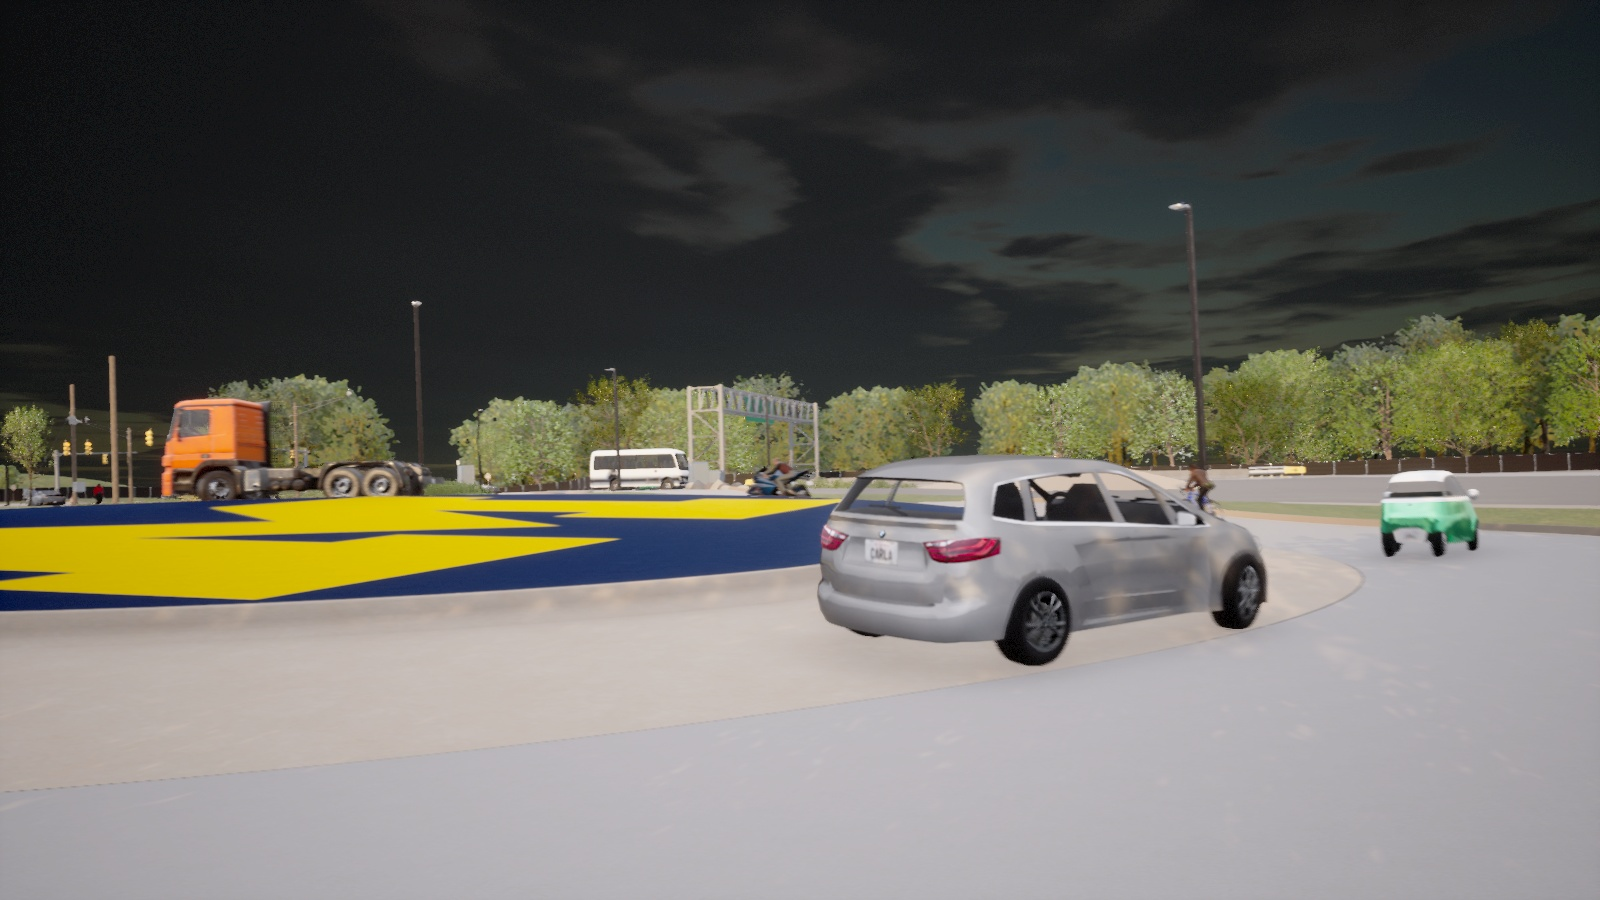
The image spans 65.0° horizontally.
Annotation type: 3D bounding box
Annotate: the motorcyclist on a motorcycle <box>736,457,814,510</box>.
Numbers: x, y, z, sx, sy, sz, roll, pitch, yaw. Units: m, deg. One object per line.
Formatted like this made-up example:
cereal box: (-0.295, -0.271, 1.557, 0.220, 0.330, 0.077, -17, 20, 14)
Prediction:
motorcyclist on a motorcycle: (-0.766, 1.004, 37.879, 2.191, 1.530, 0.866, 0, -1, 30)

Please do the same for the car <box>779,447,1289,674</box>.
car: (2.312, 0.825, 11.749, 4.611, 1.667, 2.242, 0, 1, -40)

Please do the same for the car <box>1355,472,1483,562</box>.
car: (10.396, 1.109, 21.050, 1.481, 1.376, 2.207, -3, -2, 37)

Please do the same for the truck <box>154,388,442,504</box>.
truck: (-15.741, -0.079, 39.840, 7.936, 3.462, 2.891, -1, -2, -2)

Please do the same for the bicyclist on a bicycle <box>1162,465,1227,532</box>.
bicyclist on a bicycle: (10.199, 1.241, 32.489, 0.582, 1.620, 1.656, -3, 2, -27)
